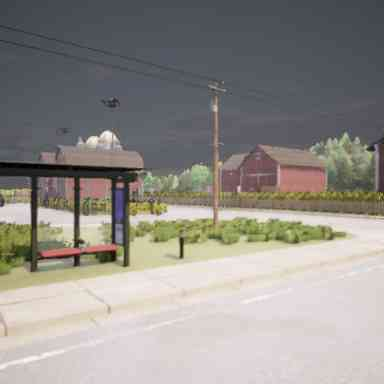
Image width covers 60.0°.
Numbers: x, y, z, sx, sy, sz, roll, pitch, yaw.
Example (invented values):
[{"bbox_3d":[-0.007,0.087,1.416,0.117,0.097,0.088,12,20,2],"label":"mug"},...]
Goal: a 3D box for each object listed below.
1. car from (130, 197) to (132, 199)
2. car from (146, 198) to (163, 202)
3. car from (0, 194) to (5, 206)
[{"bbox_3d":[-11.829,1.583,59.925,1.994,1.385,4.181,0,0,-36],"label":"car"},{"bbox_3d":[-6.133,1.583,52.116,1.994,1.385,4.181,0,0,-35],"label":"car"},{"bbox_3d":[-30.725,1.315,51.451,2.150,2.045,5.566,0,0,-16],"label":"car"}]
